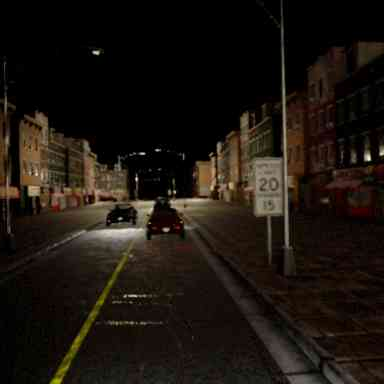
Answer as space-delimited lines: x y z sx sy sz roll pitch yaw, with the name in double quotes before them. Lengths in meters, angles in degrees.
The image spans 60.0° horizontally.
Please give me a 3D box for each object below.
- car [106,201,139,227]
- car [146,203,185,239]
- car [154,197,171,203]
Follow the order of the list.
"car" -4.865 1.564 23.618 1.994 1.385 4.181 -1 0 -5
"car" -1.412 1.544 17.423 1.812 1.442 4.674 -1 0 -6
"car" -3.725 1.418 41.853 2.097 1.767 4.553 -1 0 -5
